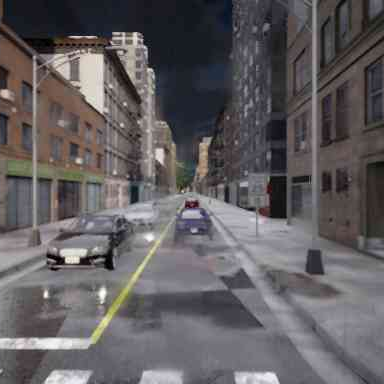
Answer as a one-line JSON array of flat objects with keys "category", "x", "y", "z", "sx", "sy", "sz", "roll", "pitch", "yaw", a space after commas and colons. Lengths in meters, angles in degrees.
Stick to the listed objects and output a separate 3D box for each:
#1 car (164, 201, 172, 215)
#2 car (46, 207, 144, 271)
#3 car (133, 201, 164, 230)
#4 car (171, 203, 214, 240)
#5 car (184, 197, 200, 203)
[{"category": "car", "x": -3.078, "y": 1.570, "z": 33.015, "sx": 1.895, "sy": 1.301, "sz": 4.718, "roll": 0, "pitch": 0, "yaw": 0}, {"category": "car", "x": -3.095, "y": 1.484, "z": 11.004, "sx": 2.128, "sy": 1.511, "sz": 4.902, "roll": 0, "pitch": 0, "yaw": 0}, {"category": "car", "x": -3.086, "y": 1.509, "z": 21.157, "sx": 1.812, "sy": 1.442, "sz": 4.674, "roll": 0, "pitch": 0, "yaw": 0}, {"category": "car", "x": 0.085, "y": 1.513, "z": 16.920, "sx": 1.812, "sy": 1.442, "sz": 4.674, "roll": 0, "pitch": 0, "yaw": 0}, {"category": "car", "x": 0.025, "y": 1.432, "z": 43.026, "sx": 1.882, "sy": 1.535, "sz": 5.008, "roll": 0, "pitch": 0, "yaw": 1}]
